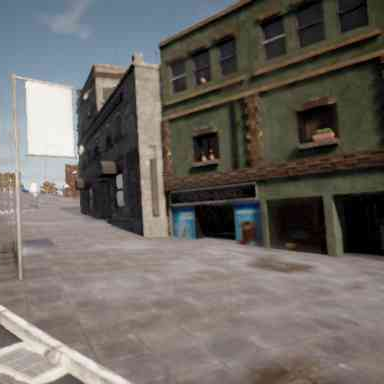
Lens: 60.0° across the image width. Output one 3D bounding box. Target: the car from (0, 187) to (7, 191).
[{"bbox_3d":[-47.361,-0.541,79.342,2.231,1.521,4.892,-4,-3,5],"label":"car"}]
